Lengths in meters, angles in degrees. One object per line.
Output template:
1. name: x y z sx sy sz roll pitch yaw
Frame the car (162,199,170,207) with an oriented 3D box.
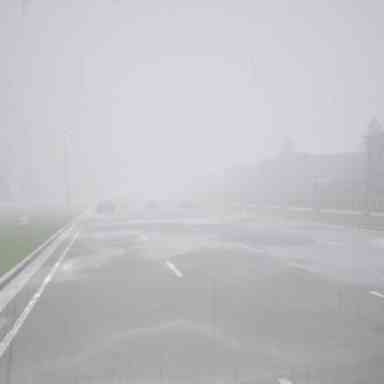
1. car: -4.519 1.854 58.758 1.895 1.301 4.718 -2 0 -15

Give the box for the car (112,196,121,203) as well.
1. car: -21.102 2.074 93.090 2.150 2.045 5.566 -2 0 -15

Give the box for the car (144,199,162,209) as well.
1. car: -6.274 1.821 51.415 1.812 1.442 4.674 -2 0 -15

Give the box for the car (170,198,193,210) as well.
1. car: -1.203 1.615 46.404 2.128 1.511 4.902 -2 0 -15

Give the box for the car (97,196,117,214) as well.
1. car: -11.223 1.791 43.231 2.097 1.767 4.553 -2 0 -15

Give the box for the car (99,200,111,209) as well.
1. car: -14.875 2.108 56.876 1.812 1.442 4.674 -2 0 -14

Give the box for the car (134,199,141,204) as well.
1. car: -12.798 2.145 75.708 1.895 1.301 4.718 -2 0 -15

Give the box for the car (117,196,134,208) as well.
1. car: -11.888 1.967 58.821 1.882 1.535 5.008 -2 0 -15
